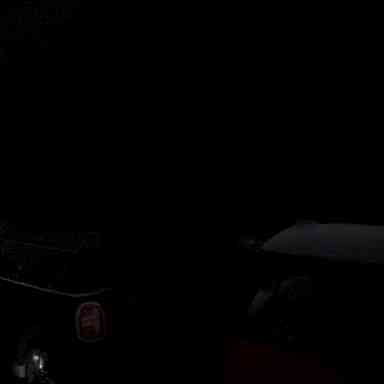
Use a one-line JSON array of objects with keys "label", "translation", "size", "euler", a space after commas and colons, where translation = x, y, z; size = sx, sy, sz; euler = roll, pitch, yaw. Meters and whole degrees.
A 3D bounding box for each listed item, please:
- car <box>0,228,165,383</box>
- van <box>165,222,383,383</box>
[{"label": "car", "translation": [-2.213, 1.345, 5.111], "size": [4.553, 1.767, 2.185], "euler": [0, 0, 36]}, {"label": "van", "translation": [2.165, 1.255, 1.987], "size": [4.442, 1.987, 1.878], "euler": [0, 0, 36]}]
